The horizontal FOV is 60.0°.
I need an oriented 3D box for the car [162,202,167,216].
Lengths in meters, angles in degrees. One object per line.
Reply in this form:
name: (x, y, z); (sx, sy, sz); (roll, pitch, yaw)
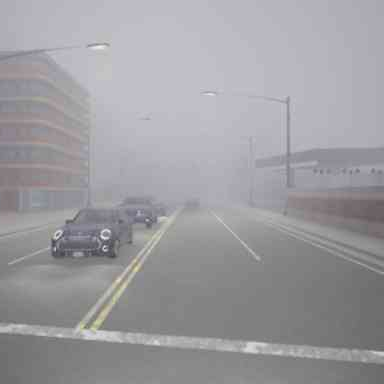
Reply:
car: (-3.498, 1.577, 32.202); (1.994, 1.385, 4.181); (0, 0, 0)

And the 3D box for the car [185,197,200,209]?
car: (0.049, 1.488, 45.610); (2.128, 1.511, 4.902); (0, 0, 1)

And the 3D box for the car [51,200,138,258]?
car: (-3.592, 1.376, 12.743); (2.097, 1.767, 4.553); (0, 0, 0)

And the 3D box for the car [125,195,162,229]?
car: (-3.550, 1.240, 22.336); (2.150, 2.045, 5.566); (0, 0, 0)
